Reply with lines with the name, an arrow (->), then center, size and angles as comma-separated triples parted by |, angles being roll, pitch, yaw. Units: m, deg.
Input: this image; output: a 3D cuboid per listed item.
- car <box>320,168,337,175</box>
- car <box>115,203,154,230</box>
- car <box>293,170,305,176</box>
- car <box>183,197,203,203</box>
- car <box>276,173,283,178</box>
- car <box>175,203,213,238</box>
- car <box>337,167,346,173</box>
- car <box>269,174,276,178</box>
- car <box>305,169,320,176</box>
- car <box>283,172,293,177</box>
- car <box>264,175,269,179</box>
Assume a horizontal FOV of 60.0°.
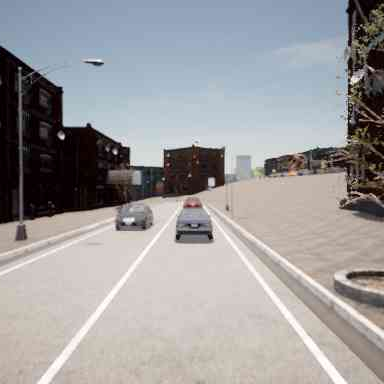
car -> 24.230, -3.422, 56.280 | 2.002, 1.452, 4.674 | 0, 1, -7
car -> -3.522, 1.488, 21.008 | 2.128, 1.511, 4.902 | 0, 0, 0
car -> 22.906, -3.792, 67.444 | 2.185, 1.767, 4.553 | 0, 1, -5
car -> 0.096, 1.344, 36.325 | 2.097, 1.767, 4.553 | 0, 0, 0
car -> 22.084, -3.829, 78.487 | 2.002, 1.452, 4.674 | 0, 1, -3
car -> 0.092, 1.543, 17.461 | 2.033, 1.411, 5.357 | 0, 0, 0
car -> 25.036, -3.360, 50.919 | 2.231, 1.521, 4.892 | 0, 1, -9
car -> 21.850, -3.965, 84.029 | 2.231, 1.521, 4.892 | 0, 1, -1
car -> 23.527, -3.532, 61.754 | 2.163, 1.488, 4.792 | 0, 1, -6
car -> 22.437, -3.767, 72.950 | 2.097, 1.535, 5.008 | 0, 1, -4
car -> 21.721, -4.043, 89.547 | 2.231, 1.521, 4.892 | 0, 1, -1
